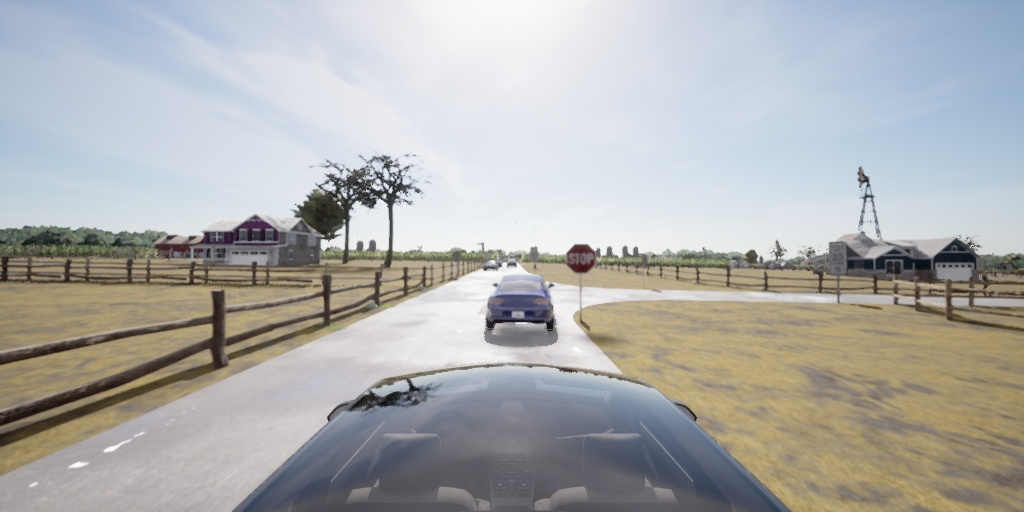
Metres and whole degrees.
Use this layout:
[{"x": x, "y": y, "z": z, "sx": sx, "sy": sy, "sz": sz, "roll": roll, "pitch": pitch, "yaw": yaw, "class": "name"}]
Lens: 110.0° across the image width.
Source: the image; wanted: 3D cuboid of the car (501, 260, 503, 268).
[{"x": -2.820, "y": 1.173, "z": 65.290, "sx": 2.097, "sy": 1.767, "sz": 4.553, "roll": 0, "pitch": 0, "yaw": 0, "class": "car"}]

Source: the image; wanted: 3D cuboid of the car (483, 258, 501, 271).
[{"x": -2.861, "y": 1.334, "z": 48.985, "sx": 1.994, "sy": 1.385, "sz": 4.181, "roll": 0, "pitch": 0, "yaw": 0, "class": "car"}]

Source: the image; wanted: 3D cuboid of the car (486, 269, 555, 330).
[{"x": 0.334, "y": 1.264, "z": 11.042, "sx": 1.812, "sy": 1.442, "sz": 4.674, "roll": 0, "pitch": 0, "yaw": 5, "class": "car"}]
